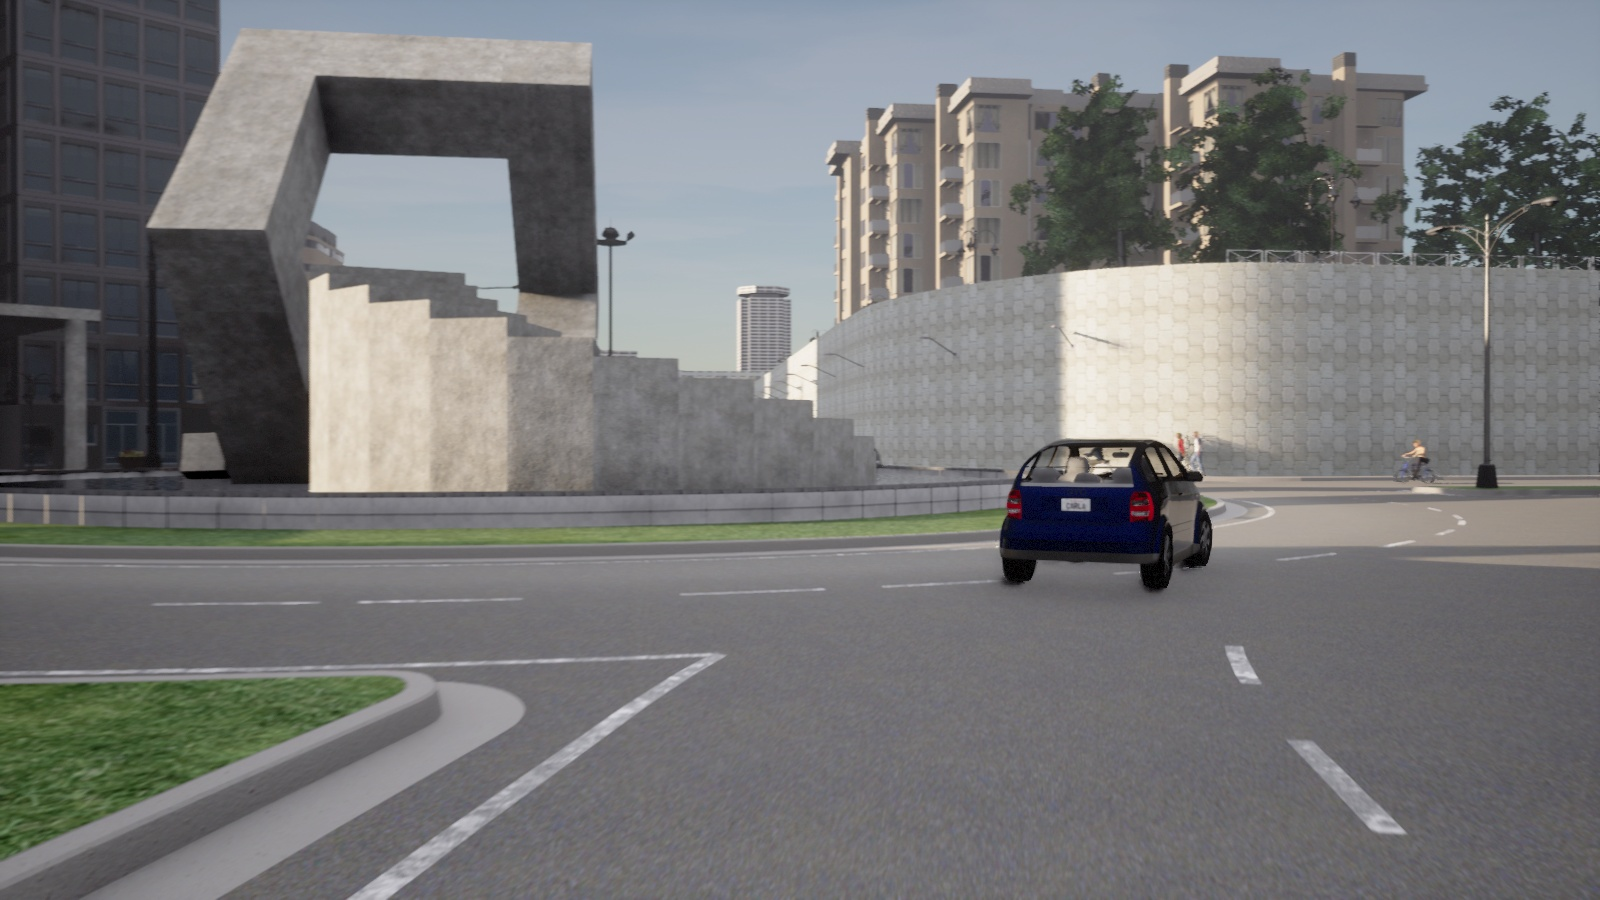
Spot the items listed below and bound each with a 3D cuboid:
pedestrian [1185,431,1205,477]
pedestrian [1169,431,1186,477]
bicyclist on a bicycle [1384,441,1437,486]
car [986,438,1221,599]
[{"bbox_3d":[15.667,0.151,49.788,0.706,1.836,0.354,0,0,12],"label":"pedestrian"},{"bbox_3d":[15.136,0.147,50.338,0.636,1.846,0.331,0,0,22],"label":"pedestrian"},{"bbox_3d":[22.098,0.470,45.460,1.509,1.612,0.866,0,0,-4],"label":"bicyclist on a bicycle"},{"bbox_3d":[3.546,0.652,14.188,1.789,1.549,3.705,0,0,26],"label":"car"}]
